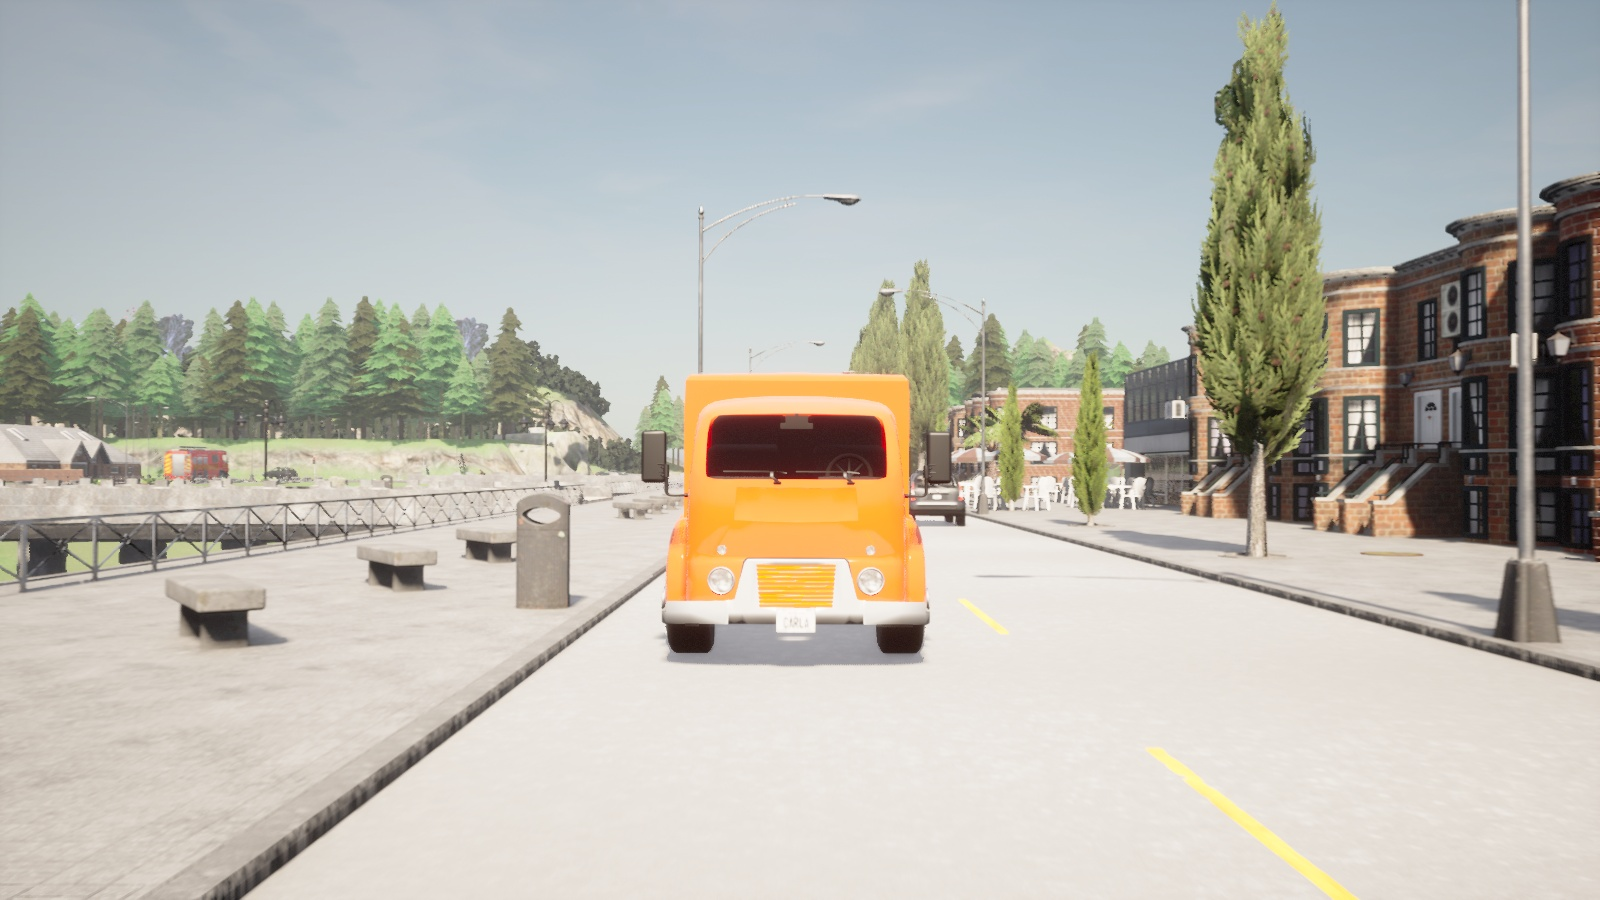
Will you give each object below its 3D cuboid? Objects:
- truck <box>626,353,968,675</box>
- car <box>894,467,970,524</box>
[{"bbox_3d":[-0.034,0.534,12.275,2.627,2.467,5.204,0,-1,0],"label":"truck"},{"bbox_3d":[3.901,1.329,37.714,1.851,1.617,3.988,0,-1,0],"label":"car"}]
